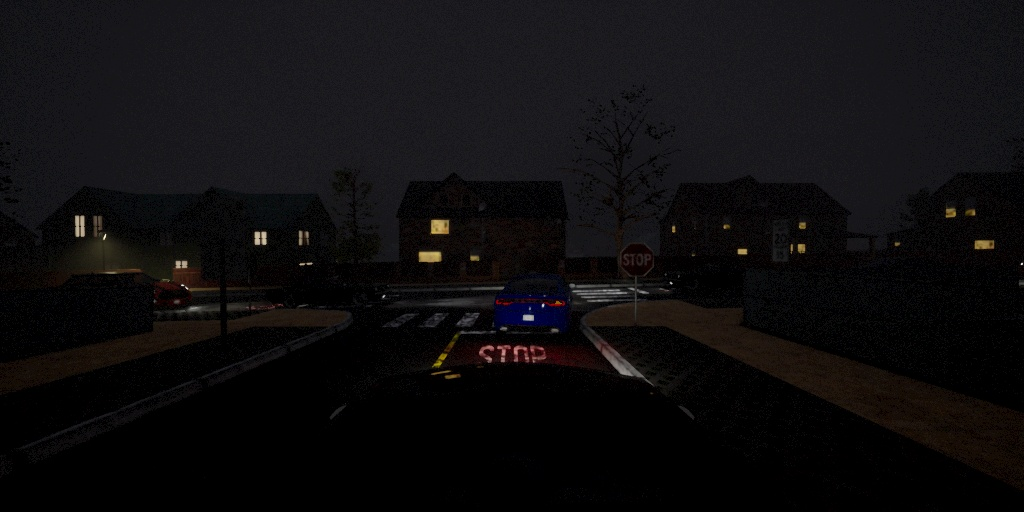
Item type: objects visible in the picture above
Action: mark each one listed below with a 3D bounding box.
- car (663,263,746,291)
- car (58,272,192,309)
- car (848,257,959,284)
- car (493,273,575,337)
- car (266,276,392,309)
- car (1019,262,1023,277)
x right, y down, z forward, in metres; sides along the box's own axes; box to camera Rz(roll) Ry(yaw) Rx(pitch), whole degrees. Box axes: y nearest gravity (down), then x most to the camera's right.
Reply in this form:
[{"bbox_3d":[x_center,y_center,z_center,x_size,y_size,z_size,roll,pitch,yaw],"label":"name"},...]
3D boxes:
[{"bbox_3d":[10.416,1.034,18.572,4.718,1.301,1.895,-1,1,-1],"label":"car"},{"bbox_3d":[-16.880,1.474,15.646,4.553,1.767,2.097,-1,1,0],"label":"car"},{"bbox_3d":[20.062,0.753,18.605,5.357,1.411,2.033,-1,1,0],"label":"car"},{"bbox_3d":[0.789,1.226,10.440,1.882,1.535,5.008,0,0,10],"label":"car"},{"bbox_3d":[-7.807,1.506,15.651,4.718,1.301,1.895,-1,1,0],"label":"car"},{"bbox_3d":[29.572,0.334,18.593,4.553,1.767,2.097,-1,1,0],"label":"car"}]
